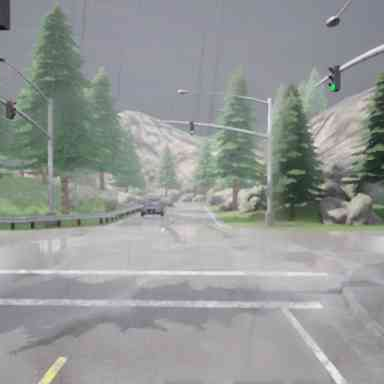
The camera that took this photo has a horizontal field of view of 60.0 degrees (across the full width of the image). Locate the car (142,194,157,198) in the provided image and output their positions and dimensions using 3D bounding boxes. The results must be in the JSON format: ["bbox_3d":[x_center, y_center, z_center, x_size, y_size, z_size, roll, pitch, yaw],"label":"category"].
[{"bbox_3d":[-7.946,1.216,61.510,1.837,1.490,4.892,0,0,-43],"label":"car"}]

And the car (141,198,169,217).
[{"bbox_3d":[-3.504,1.518,30.760,1.994,1.385,4.181,0,0,0],"label":"car"}]

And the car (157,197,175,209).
[{"bbox_3d":[-3.440,1.459,45.429,1.812,1.442,4.674,0,0,0],"label":"car"}]
